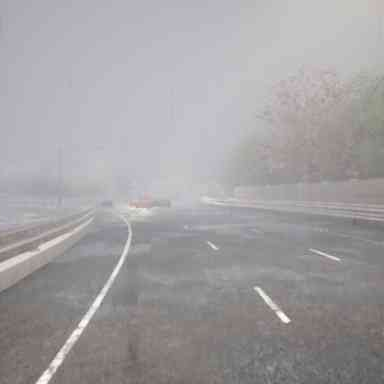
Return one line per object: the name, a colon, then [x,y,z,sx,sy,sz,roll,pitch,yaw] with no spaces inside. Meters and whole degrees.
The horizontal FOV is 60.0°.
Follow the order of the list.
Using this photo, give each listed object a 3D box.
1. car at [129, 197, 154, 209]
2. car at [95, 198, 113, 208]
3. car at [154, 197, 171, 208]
car: [-7.450,1.438,47.426,2.097,1.767,4.553,-1,0,-25]
car: [-13.775,1.665,52.047,1.837,1.490,4.892,0,0,-29]
car: [-4.690,1.546,49.817,2.128,1.511,4.902,-1,0,-26]
